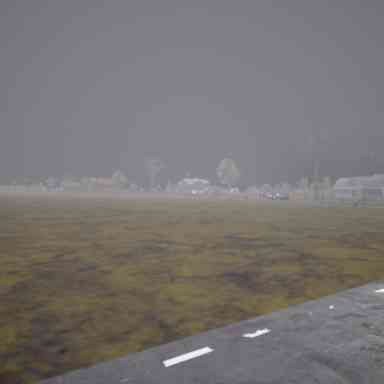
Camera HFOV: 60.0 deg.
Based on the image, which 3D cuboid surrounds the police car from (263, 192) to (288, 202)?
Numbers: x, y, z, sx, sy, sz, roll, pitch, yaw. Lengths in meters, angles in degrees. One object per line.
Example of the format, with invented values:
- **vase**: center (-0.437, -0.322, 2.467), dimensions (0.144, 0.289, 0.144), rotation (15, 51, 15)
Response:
- **police car**: center (15.530, 0.888, 61.905), dimensions (1.930, 1.638, 5.238), rotation (2, 0, -35)

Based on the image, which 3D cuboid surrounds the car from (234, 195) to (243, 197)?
- **car**: center (9.792, 0.900, 69.999), dimensions (1.994, 1.385, 4.181), rotation (2, 0, -35)
